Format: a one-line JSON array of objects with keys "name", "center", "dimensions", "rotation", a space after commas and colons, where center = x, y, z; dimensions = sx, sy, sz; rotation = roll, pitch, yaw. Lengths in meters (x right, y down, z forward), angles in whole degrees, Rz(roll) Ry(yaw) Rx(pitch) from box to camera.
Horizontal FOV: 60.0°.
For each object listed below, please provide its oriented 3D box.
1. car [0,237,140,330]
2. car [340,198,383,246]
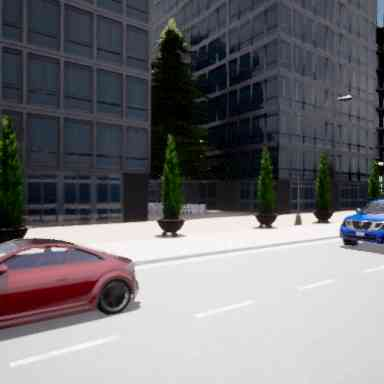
[{"name": "car", "center": [-3.089, 1.575, 6.081], "dimensions": [4.181, 1.385, 1.994], "rotation": [0, 0, -35]}, {"name": "car", "center": [8.804, 1.308, 14.576], "dimensions": [5.566, 2.045, 2.150], "rotation": [1, 0, -35]}]
